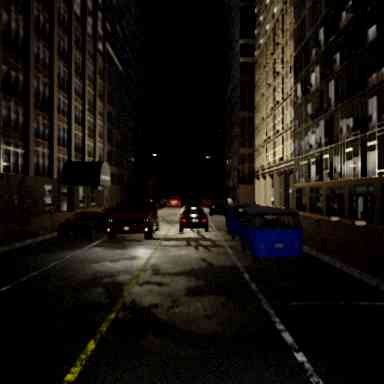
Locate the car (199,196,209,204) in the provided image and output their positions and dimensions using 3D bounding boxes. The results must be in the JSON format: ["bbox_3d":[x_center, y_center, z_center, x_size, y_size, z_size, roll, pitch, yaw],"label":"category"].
[{"bbox_3d":[2.755,2.048,63.439,1.887,1.381,4.507,0,0,0],"label":"car"}]

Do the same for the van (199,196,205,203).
[{"bbox_3d":[2.788,2.023,91.944,1.690,1.788,3.998,0,0,0],"label":"van"}]

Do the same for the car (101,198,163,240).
[{"bbox_3d":[-3.083,1.377,18.431,2.150,2.045,5.566,0,0,0],"label":"car"}]

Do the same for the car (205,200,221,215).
[{"bbox_3d":[2.725,1.852,34.951,1.947,1.339,4.313,0,0,0],"label":"car"}]

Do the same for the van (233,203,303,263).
[{"bbox_3d":[2.701,1.445,12.158,1.690,1.788,3.998,0,0,0],"label":"van"}]

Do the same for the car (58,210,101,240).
[{"bbox_3d":[-5.673,1.696,17.865,1.887,1.381,4.507,0,0,0],"label":"car"}]

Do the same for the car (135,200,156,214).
[{"bbox_3d":[-5.649,1.769,40.659,1.967,1.590,4.097,0,0,0],"label":"car"}]

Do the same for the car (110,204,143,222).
[{"bbox_3d":[-5.661,1.793,29.261,2.008,1.369,4.403,0,0,0],"label":"car"}]

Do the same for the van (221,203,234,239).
[{"bbox_3d":[2.707,1.492,17.857,1.690,1.788,3.998,0,0,0],"label":"van"}]

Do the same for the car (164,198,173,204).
[{"bbox_3d":[-5.608,2.170,80.547,1.887,1.381,4.507,0,0,0],"label":"car"}]

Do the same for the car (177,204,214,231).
[{"bbox_3d":[0.125,1.731,21.845,2.033,1.411,5.357,0,0,0],"label":"car"}]

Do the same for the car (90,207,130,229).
[{"bbox_3d":[-5.667,1.779,23.563,1.802,1.307,4.206,0,0,0],"label":"car"}]

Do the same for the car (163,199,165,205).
[{"bbox_3d":[-5.620,2.097,69.147,2.008,1.369,4.403,0,0,0],"label":"car"}]

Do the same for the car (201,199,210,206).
[{"bbox_3d":[2.761,2.128,69.137,1.802,1.307,4.206,0,0,0],"label":"car"}]

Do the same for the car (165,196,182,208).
[{"bbox_3d":[-2.997,1.682,57.879,2.150,2.045,5.566,0,0,1],"label":"car"}]

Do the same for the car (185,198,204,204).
[{"bbox_3d":[0.143,1.811,41.207,1.882,1.535,5.008,0,-1,0],"label":"car"}]

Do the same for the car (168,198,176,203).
[{"bbox_3d":[-5.594,2.248,91.951,1.947,1.339,4.313,0,0,0],"label":"car"}]
